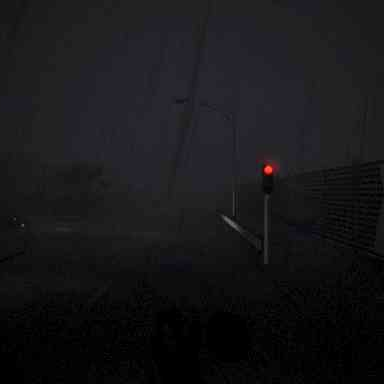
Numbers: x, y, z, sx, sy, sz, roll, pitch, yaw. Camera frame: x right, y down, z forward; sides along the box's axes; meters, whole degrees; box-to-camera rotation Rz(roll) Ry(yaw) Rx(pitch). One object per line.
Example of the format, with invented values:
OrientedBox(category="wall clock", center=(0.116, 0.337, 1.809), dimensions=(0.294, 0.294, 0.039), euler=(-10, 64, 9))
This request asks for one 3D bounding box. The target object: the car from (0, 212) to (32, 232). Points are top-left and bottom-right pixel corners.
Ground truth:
OrientedBox(category="car", center=(-11.949, 1.601, 19.365), dimensions=(4.718, 1.301, 1.895), euler=(0, 0, 4))

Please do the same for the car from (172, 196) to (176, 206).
OrientedBox(category="car", center=(-4.006, 1.478, 53.457), dimensions=(1.882, 1.535, 5.008), euler=(0, 0, 0))

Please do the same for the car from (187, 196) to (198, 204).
OrientedBox(category="car", center=(0.102, 1.505, 63.183), dimensions=(1.837, 1.490, 4.892), euler=(0, 0, 0))

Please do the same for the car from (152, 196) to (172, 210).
OrientedBox(category="car", center=(-4.029, 1.564, 43.385), dimensions=(1.994, 1.385, 4.181), euler=(0, 0, 0))
